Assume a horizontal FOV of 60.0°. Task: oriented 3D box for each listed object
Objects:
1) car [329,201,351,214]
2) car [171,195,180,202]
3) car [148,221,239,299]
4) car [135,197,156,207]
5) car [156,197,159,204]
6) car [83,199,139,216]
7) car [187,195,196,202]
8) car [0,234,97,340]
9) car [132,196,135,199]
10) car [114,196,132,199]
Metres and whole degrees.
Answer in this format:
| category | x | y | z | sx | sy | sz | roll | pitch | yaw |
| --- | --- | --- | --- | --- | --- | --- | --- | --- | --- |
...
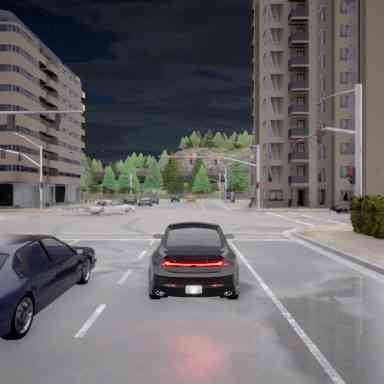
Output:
| category | x | y | z | sx | sy | sz | roll | pitch | yaw |
| --- | --- | --- | --- | --- | --- | --- | --- | --- | --- |
| car | 17.258 | 1.547 | 34.548 | 5.357 | 1.411 | 2.033 | 0 | 0 | 0 |
| car | -3.683 | 1.500 | 73.801 | 1.837 | 1.490 | 4.892 | 0 | 0 | 0 |
| car | 0.042 | 1.505 | 8.400 | 1.837 | 1.490 | 4.892 | 0 | 0 | 0 |
| car | -7.223 | 1.526 | 51.931 | 1.812 | 1.442 | 4.674 | 0 | 0 | -1 |
| car | -7.222 | 1.564 | 61.844 | 1.994 | 1.385 | 4.181 | 0 | 0 | 0 |
| car | -7.983 | 1.601 | 32.532 | 4.718 | 1.301 | 1.895 | 0 | 0 | -40 |
| car | -0.183 | 1.478 | 73.808 | 1.882 | 1.535 | 5.008 | 0 | 0 | 0 |
| car | -3.466 | 1.547 | 6.468 | 2.033 | 1.411 | 5.357 | 0 | 0 | 0 |
| car | -10.720 | 1.505 | 58.236 | 1.837 | 1.490 | 4.892 | 0 | 0 | 0 |
| car | -10.719 | 1.491 | 48.963 | 2.128 | 1.511 | 4.902 | 0 | 0 | 0 |
